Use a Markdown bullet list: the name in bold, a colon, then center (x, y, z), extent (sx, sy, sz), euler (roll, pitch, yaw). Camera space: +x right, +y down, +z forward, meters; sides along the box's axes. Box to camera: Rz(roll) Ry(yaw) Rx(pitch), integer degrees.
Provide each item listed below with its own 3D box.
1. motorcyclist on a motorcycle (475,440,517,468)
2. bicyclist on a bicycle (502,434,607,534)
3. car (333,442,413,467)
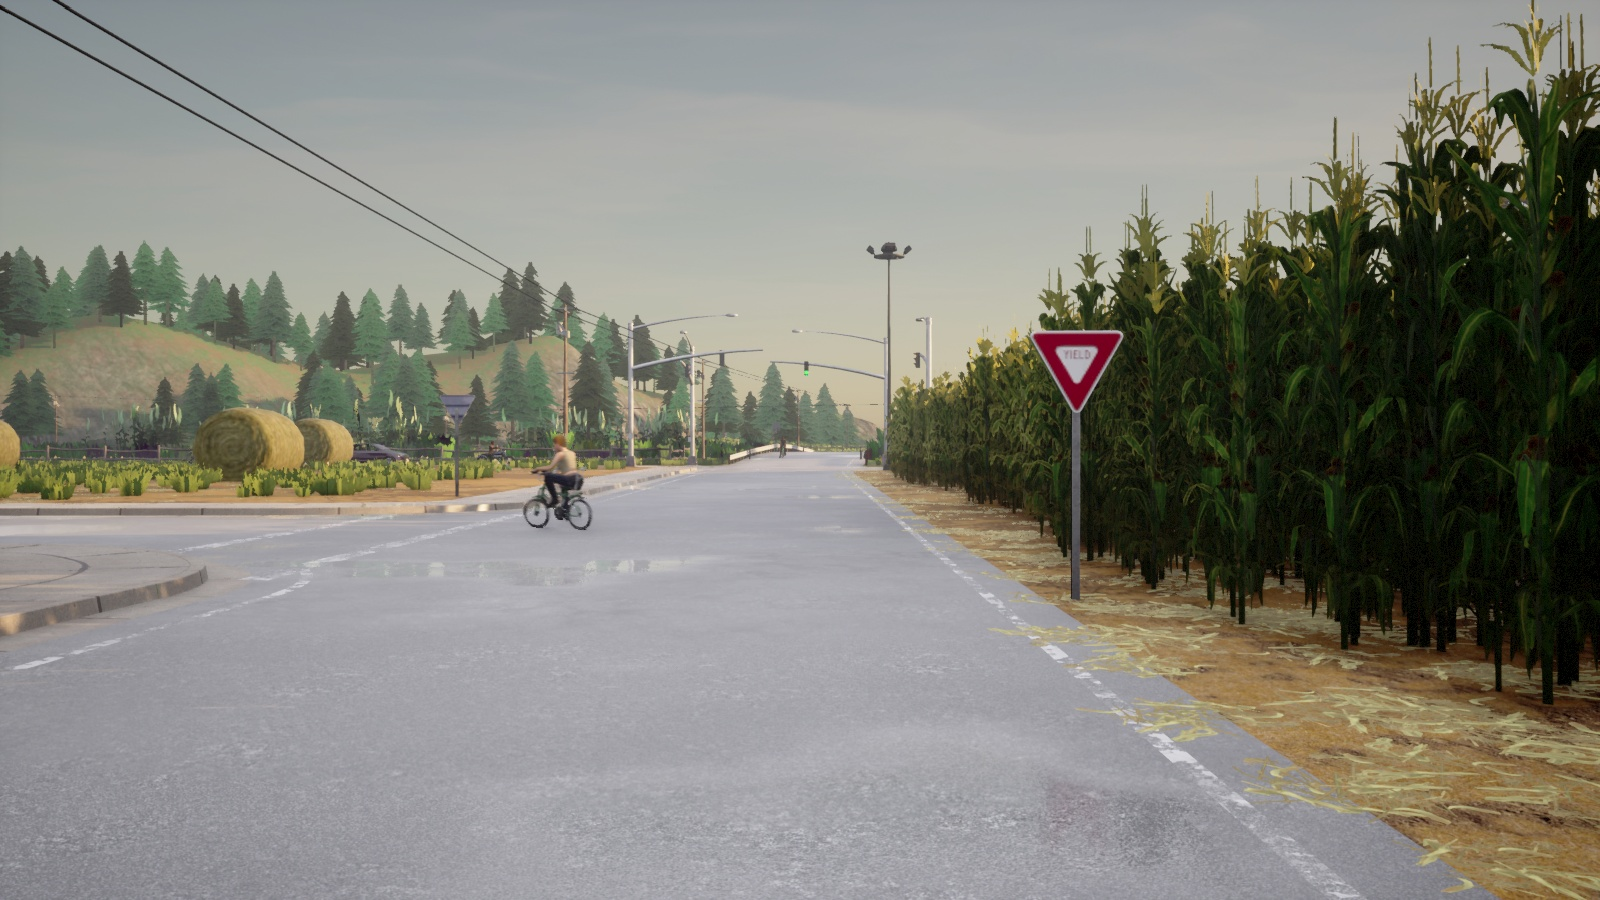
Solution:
- **motorcyclist on a motorcycle**: center (-18.294, 0.220, 75.628), extent (2.350, 1.649, 0.766), euler (0, 0, 3)
- **bicyclist on a bicycle**: center (-4.173, 0.549, 21.372), extent (1.509, 1.612, 0.866), euler (0, 3, 30)
- **car**: center (-25.853, 0.275, 76.062), extent (4.193, 1.474, 1.816), euler (0, 0, 3)
